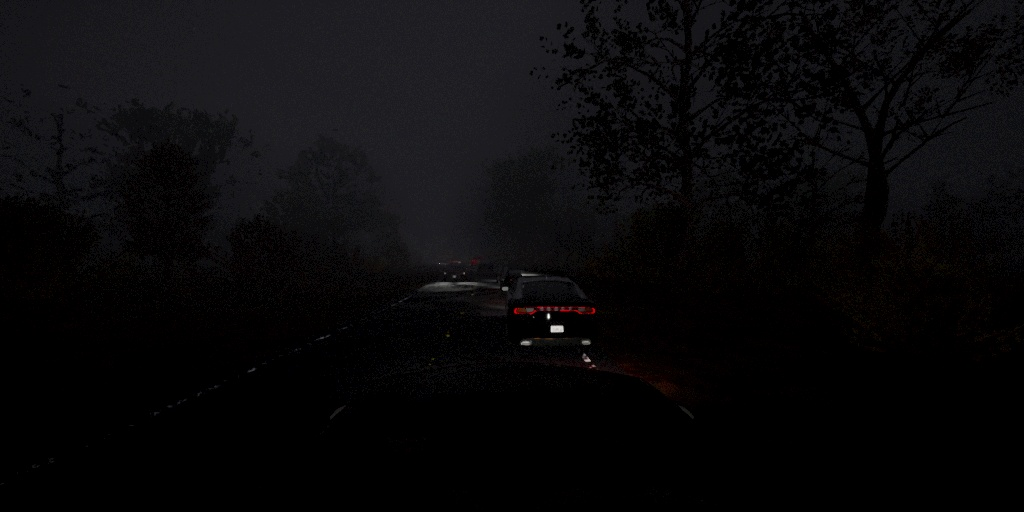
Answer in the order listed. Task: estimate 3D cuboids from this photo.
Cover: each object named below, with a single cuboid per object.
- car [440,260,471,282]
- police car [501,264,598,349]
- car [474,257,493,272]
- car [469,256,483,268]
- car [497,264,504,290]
[{"bbox_3d":[-4.527,1.274,29.046,1.812,1.442,4.674,0,0,-6],"label":"car"},{"bbox_3d":[0.774,1.175,9.352,1.930,1.638,5.238,0,0,-2],"label":"police car"},{"bbox_3d":[-3.581,1.223,47.117,1.882,1.535,5.008,0,0,-9],"label":"car"},{"bbox_3d":[-5.994,0.965,60.674,2.150,2.045,5.566,0,0,-12],"label":"car"},{"bbox_3d":[0.312,1.275,19.311,1.812,1.442,4.674,0,0,-4],"label":"car"}]
